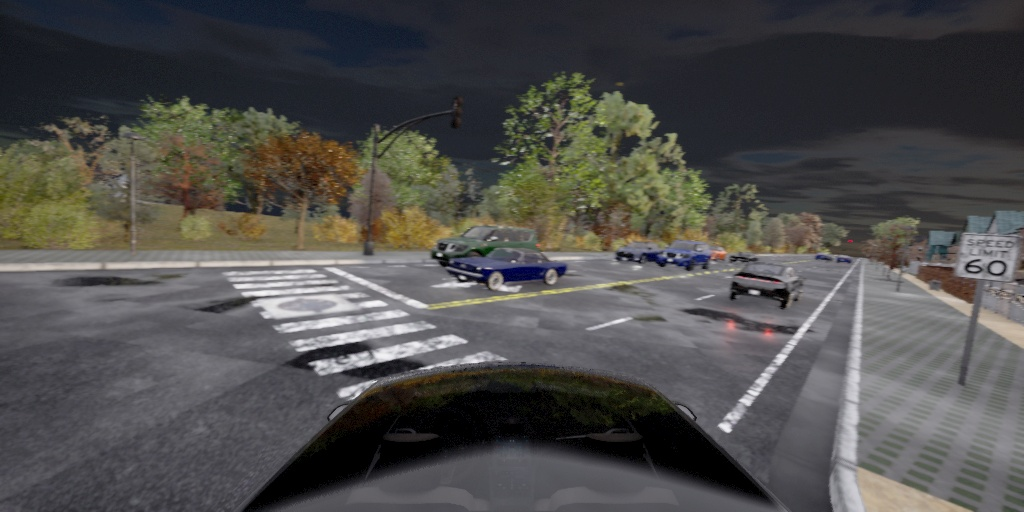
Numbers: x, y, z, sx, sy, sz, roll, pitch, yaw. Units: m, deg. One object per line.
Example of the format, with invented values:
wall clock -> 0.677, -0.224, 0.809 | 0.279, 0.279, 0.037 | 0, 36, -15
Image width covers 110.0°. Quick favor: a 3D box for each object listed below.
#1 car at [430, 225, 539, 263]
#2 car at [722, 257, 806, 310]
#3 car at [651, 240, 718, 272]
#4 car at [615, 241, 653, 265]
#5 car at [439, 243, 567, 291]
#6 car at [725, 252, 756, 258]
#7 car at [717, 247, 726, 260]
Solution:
car -> -1.034, -0.414, 16.739 | 2.150, 2.045, 5.566 | 10, 7, 44
car -> 10.267, 1.050, 14.353 | 2.128, 1.511, 4.902 | 10, 7, 44
car -> 12.634, -0.088, 26.071 | 2.150, 2.045, 5.566 | 10, 7, 44
car -> 9.927, -0.360, 27.938 | 2.097, 1.767, 4.553 | 10, 7, 44
car -> -0.066, 0.378, 13.169 | 1.895, 1.301, 4.718 | 10, 7, 43
car -> 24.954, 0.228, 38.577 | 1.895, 1.301, 4.718 | 10, 7, 44
car -> 22.709, -0.368, 40.858 | 2.097, 1.767, 4.553 | 10, 7, 44
